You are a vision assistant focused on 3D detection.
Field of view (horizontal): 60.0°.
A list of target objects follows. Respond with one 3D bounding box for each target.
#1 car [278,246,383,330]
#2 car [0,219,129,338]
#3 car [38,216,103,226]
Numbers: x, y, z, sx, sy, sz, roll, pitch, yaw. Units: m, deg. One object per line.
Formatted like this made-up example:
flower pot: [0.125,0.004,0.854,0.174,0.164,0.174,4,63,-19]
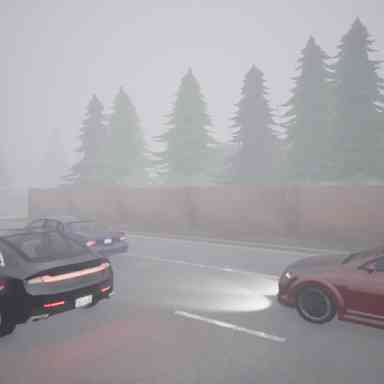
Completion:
car: [3.651,1.563,5.674,4.181,1.385,1.994,0,0,36]
car: [-3.656,1.489,6.617,4.902,1.511,2.128,0,0,36]
car: [-4.609,1.544,11.610,5.357,1.411,2.033,0,0,36]
